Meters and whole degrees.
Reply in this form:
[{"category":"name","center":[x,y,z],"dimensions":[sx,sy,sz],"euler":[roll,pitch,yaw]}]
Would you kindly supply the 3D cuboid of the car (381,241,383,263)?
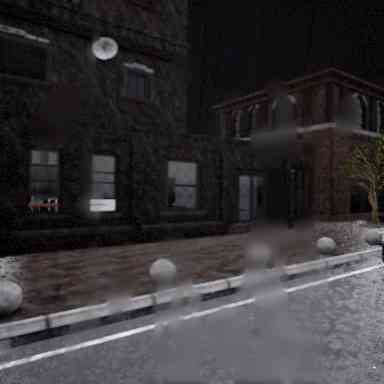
[{"category":"car","center":[7.635,1.219,9.436],"dimensions":[5.566,2.045,2.150],"euler":[0,0,-35]}]
